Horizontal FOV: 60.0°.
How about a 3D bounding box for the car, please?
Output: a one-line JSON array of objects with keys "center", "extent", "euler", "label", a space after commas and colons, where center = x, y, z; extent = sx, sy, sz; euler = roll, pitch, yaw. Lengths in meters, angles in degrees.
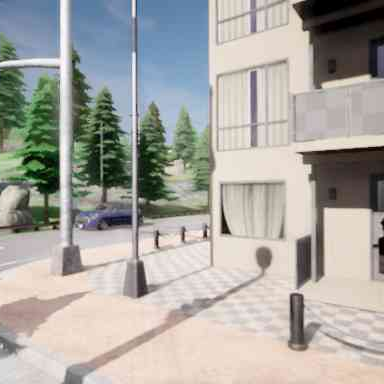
[{"center": [-5.328, 1.457, 21.594], "extent": [2.097, 1.767, 4.553], "euler": [0, 0, 35], "label": "car"}]
